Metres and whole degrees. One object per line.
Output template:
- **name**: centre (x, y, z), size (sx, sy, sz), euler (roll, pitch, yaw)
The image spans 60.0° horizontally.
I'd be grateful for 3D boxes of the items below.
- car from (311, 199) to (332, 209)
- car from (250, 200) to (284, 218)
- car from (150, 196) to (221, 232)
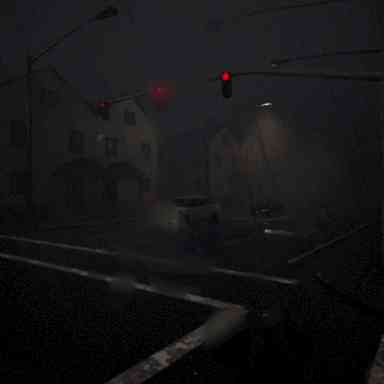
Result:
- **car**: centre (18.208, 1.603, 46.666), size (1.994, 1.385, 4.181), euler (0, 0, 36)
- **car**: centre (7.144, 1.558, 31.396), size (1.837, 1.490, 4.892), euler (0, 0, 36)
- **car**: centre (-0.239, 1.282, 21.151), size (2.150, 2.045, 5.566), euler (0, 0, 35)
